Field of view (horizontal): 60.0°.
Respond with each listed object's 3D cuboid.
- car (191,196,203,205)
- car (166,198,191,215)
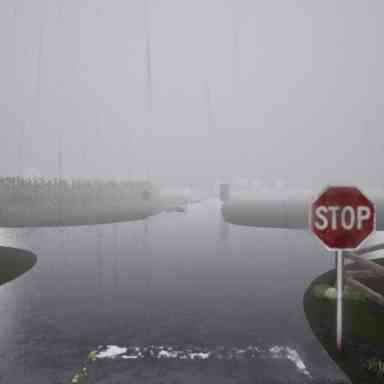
[{"bbox_3d":[0.884,1.438,59.940,1.837,1.490,4.892,0,0,7],"label":"car"},{"bbox_3d":[-1.543,1.587,34.521,1.895,1.301,4.718,0,0,4],"label":"car"}]
